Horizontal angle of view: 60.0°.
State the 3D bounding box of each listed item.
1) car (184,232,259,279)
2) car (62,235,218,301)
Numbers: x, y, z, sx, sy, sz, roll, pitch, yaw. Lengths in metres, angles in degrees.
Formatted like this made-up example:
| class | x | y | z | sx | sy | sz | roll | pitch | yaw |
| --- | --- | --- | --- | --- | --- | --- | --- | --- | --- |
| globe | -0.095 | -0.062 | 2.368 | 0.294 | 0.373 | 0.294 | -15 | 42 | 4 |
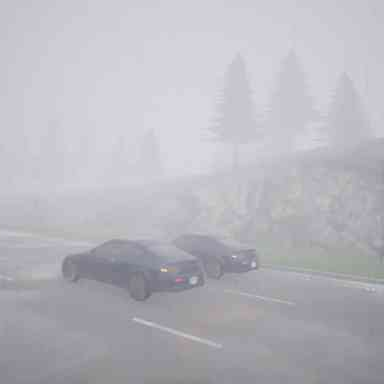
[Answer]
| class | x | y | z | sx | sy | sz | roll | pitch | yaw |
| --- | --- | --- | --- | --- | --- | --- | --- | --- | --- |
| car | 0.204 | 2.235 | 12.450 | 4.674 | 1.442 | 1.812 | 0 | -4 | 37 |
| car | -1.802 | 2.005 | 9.587 | 4.674 | 1.442 | 1.812 | 0 | -4 | 37 |
